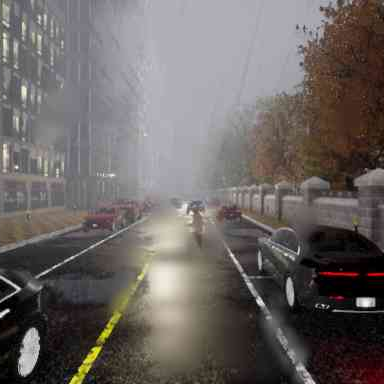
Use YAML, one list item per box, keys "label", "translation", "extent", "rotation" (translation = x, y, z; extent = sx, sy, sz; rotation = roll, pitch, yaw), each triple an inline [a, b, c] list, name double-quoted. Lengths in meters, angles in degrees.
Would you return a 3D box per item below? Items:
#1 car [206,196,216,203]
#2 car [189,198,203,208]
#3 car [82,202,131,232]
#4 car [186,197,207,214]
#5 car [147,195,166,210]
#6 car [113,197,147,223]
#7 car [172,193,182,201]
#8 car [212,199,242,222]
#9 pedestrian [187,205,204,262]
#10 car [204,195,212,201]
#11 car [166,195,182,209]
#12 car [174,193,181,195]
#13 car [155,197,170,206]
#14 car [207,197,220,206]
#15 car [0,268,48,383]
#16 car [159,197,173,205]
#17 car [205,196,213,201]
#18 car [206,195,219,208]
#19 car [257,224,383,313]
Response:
- label: "car"
  translation: [3.947, 1.528, 71.398]
  extent: [2.008, 1.369, 4.403]
  rotation: [0, 0, 1]
- label: "car"
  translation: [0.635, 1.586, 47.626]
  extent: [1.895, 1.301, 4.718]
  rotation: [0, 0, 2]
- label: "car"
  translation: [-5.209, 1.538, 20.131]
  extent: [1.887, 1.381, 4.507]
  rotation: [0, 0, 1]
- label: "car"
  translation: [0.408, 1.514, 34.762]
  extent: [1.812, 1.442, 4.674]
  rotation: [0, 0, 1]
- label: "car"
  translation: [-5.000, 1.301, 42.633]
  extent: [2.192, 1.841, 5.009]
  rotation: [0, 0, 1]
- label: "car"
  translation: [-5.145, 1.306, 25.757]
  extent: [2.192, 1.841, 5.009]
  rotation: [0, 0, 1]
- label: "car"
  translation: [-3.867, 1.285, 87.660]
  extent: [2.192, 1.841, 5.009]
  rotation: [0, 0, 1]
- label: "car"
  translation: [2.888, 1.536, 26.340]
  extent: [1.887, 1.381, 4.507]
  rotation: [0, 0, 1]
- label: "pedestrian"
  translation: [0.109, 1.290, 10.650]
  extent: [0.375, 1.860, 0.375]
  rotation: [0, 0, 0]
- label: "car"
  translation: [4.315, 1.521, 88.250]
  extent: [2.008, 1.369, 4.403]
  rotation: [0, 0, 1]
- label: "car"
  translation: [-2.340, 1.490, 44.182]
  extent: [1.837, 1.490, 4.892]
  rotation: [0, 0, 1]
- label: "car"
  translation: [-4.101, 1.526, 76.383]
  extent: [2.008, 1.369, 4.403]
  rotation: [0, 0, 1]
- label: "car"
  translation: [-4.728, 1.533, 53.875]
  extent: [2.008, 1.369, 4.403]
  rotation: [0, 0, 1]
- label: "car"
  translation: [3.463, 1.549, 54.537]
  extent: [1.947, 1.339, 4.313]
  rotation: [0, 0, 2]
- label: "car"
  translation: [-2.840, 1.504, 2.573]
  extent: [1.837, 1.490, 4.892]
  rotation: [0, 0, 0]
- label: "car"
  translation: [-4.569, 1.531, 59.494]
  extent: [2.008, 1.369, 4.403]
  rotation: [0, 0, 2]
- label: "car"
  translation: [4.209, 1.555, 82.631]
  extent: [1.802, 1.307, 4.206]
  rotation: [0, 0, 1]
- label: "car"
  translation: [3.317, 1.529, 48.898]
  extent: [1.887, 1.381, 4.507]
  rotation: [0, 0, 1]
- label: "car"
  translation: [2.766, 1.503, 7.697]
  extent: [1.837, 1.490, 4.892]
  rotation: [0, 0, 0]
